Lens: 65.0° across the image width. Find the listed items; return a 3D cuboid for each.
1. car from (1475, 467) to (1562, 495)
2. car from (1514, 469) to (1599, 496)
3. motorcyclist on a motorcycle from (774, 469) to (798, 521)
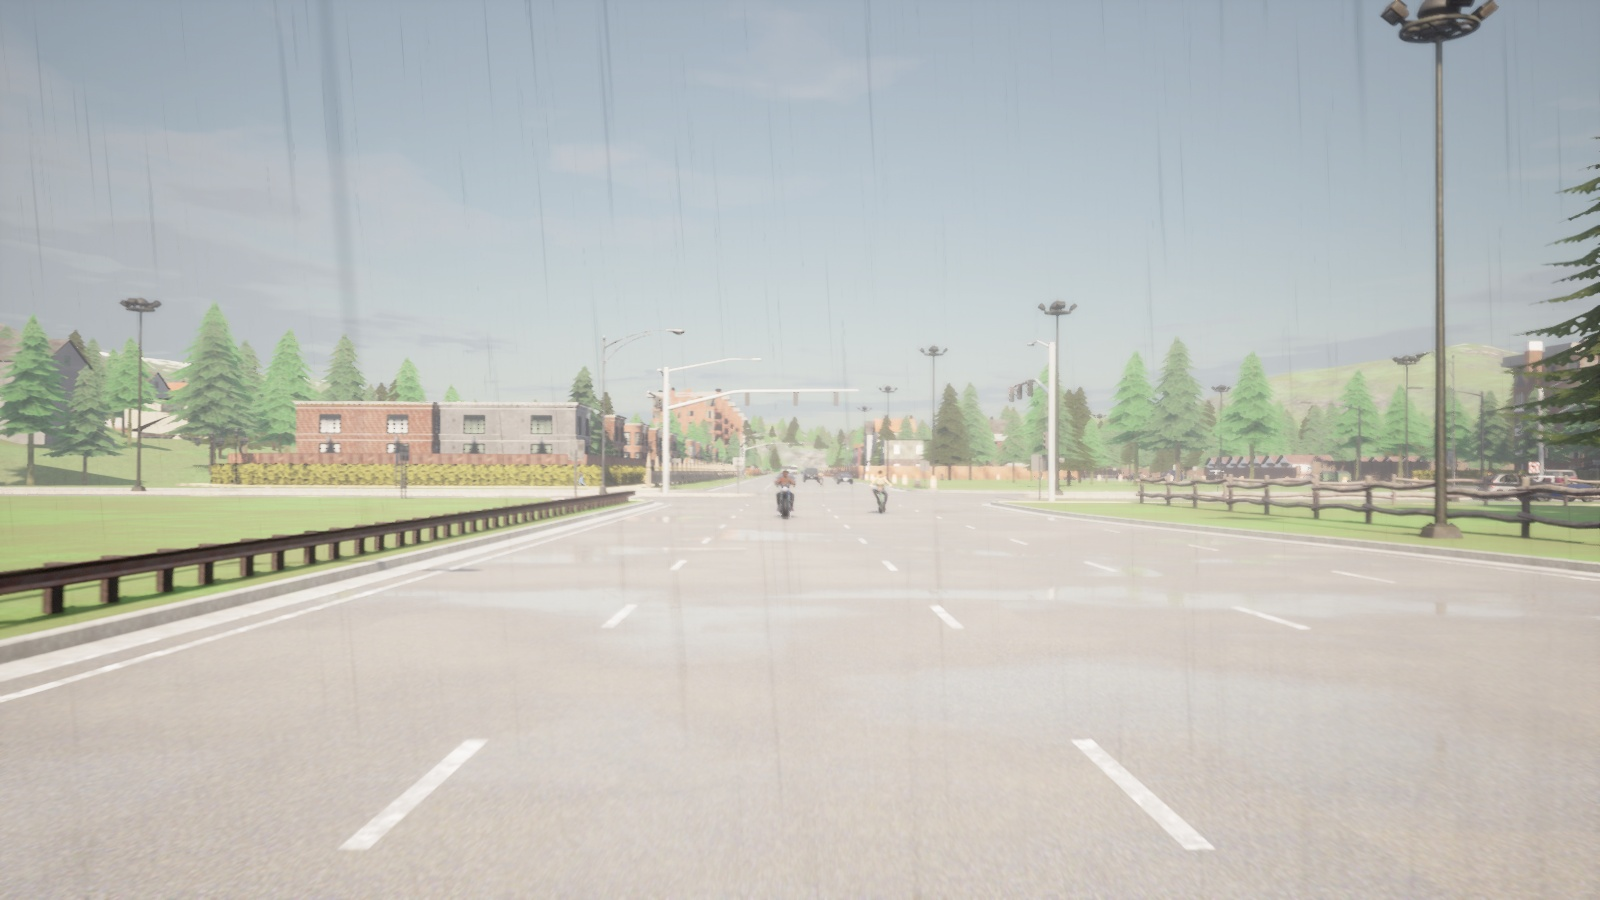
[{"bbox_3d":[41.984,1.789,73.444,3.988,1.617,1.851,0,-1,0],"label":"car"},{"bbox_3d":[42.244,1.796,69.942,3.806,1.475,1.970,0,-1,0],"label":"car"},{"bbox_3d":[-0.458,1.463,41.299,0.766,1.649,2.350,0,-1,-1],"label":"motorcyclist on a motorcycle"}]
